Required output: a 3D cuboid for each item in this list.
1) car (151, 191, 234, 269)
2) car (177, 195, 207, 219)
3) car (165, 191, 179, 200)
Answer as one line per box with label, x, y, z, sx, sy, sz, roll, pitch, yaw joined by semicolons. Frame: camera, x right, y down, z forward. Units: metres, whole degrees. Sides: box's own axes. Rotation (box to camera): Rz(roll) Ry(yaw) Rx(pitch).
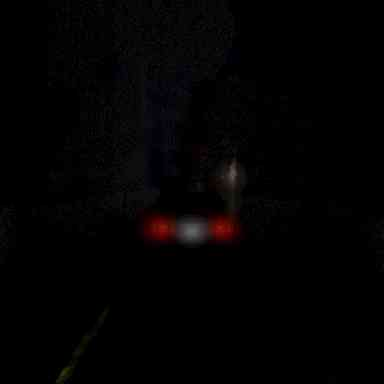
car;0.041;0.997;10.519;2.150;2.045;5.566;0;1;1
car;0.034;1.037;24.782;2.033;1.411;5.357;0;1;1
car;-3.081;0.537;52.423;1.994;1.385;4.181;0;1;0
